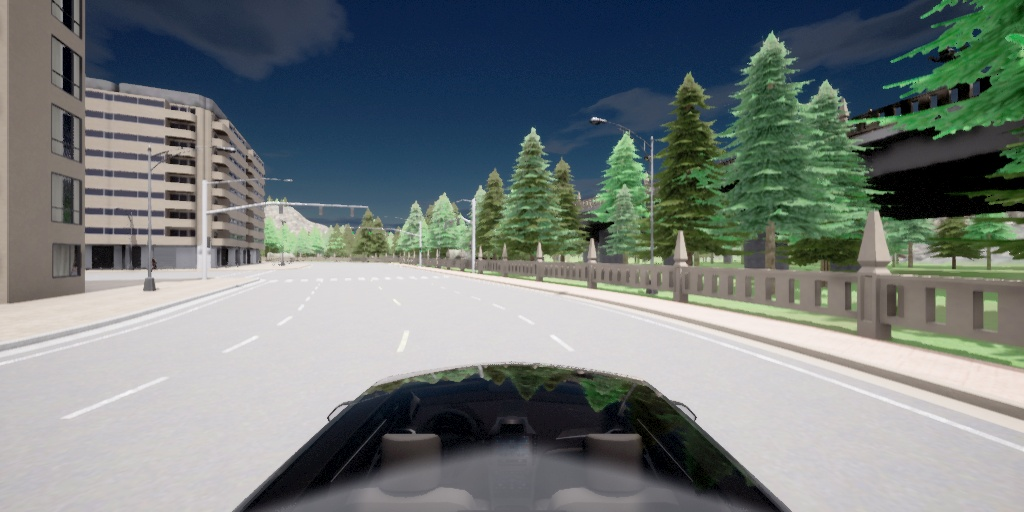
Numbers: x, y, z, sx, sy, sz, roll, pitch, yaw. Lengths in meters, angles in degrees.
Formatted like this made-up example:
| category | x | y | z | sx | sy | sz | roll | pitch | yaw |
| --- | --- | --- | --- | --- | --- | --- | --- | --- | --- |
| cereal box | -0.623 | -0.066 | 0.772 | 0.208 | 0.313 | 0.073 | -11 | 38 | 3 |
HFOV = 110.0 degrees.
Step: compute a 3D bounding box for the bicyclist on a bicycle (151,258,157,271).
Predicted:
| category | x | y | z | sx | sy | sz | roll | pitch | yaw |
| --- | --- | --- | --- | --- | --- | --- | --- | --- | --- |
| bicyclist on a bicycle | -45.929 | 1.077 | 45.938 | 0.582 | 1.620 | 1.656 | 0 | 0 | -26 |
